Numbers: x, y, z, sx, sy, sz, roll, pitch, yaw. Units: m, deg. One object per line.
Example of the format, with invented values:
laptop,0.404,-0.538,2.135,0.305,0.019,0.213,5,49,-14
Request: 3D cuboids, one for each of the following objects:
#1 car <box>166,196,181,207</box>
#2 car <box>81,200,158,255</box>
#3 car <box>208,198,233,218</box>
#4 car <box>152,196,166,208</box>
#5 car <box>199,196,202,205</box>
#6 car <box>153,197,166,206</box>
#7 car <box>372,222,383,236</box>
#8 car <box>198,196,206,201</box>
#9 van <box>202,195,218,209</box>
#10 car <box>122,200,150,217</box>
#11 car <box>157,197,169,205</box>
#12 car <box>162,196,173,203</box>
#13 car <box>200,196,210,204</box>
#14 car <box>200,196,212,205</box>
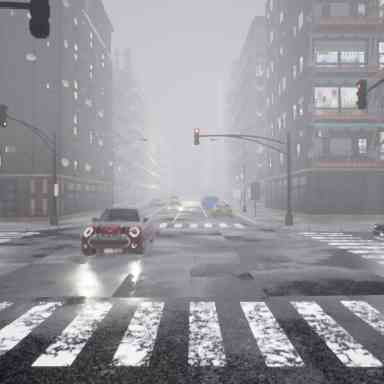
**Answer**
car,-2.751,1.354,52.085,2.097,1.767,4.553,0,0,0
car,-2.750,1.354,13.218,2.097,1.767,4.553,0,0,0
car,2.704,1.537,30.210,1.752,1.417,4.829,1,0,0
car,-5.307,1.613,49.638,1.802,1.307,4.206,1,0,0
car,2.576,1.346,49.697,2.192,1.841,5.009,1,0,0
car,-5.307,1.563,55.126,1.752,1.417,4.829,1,0,0
car,11.278,1.542,15.182,5.357,1.411,2.033,0,-1,-2
car,2.572,1.626,83.634,1.887,1.381,4.507,1,0,0
van,2.608,1.366,44.044,1.690,1.788,3.998,1,0,0
car,-5.436,1.565,32.665,2.008,1.369,4.403,1,0,0
car,-5.308,1.627,60.954,1.802,1.307,4.206,1,0,0
car,-5.308,1.612,72.270,2.008,1.369,4.403,1,0,0
car,2.573,1.604,66.666,2.008,1.369,4.403,1,0,0
car,2.574,1.485,61.009,1.967,1.590,4.097,1,0,0
